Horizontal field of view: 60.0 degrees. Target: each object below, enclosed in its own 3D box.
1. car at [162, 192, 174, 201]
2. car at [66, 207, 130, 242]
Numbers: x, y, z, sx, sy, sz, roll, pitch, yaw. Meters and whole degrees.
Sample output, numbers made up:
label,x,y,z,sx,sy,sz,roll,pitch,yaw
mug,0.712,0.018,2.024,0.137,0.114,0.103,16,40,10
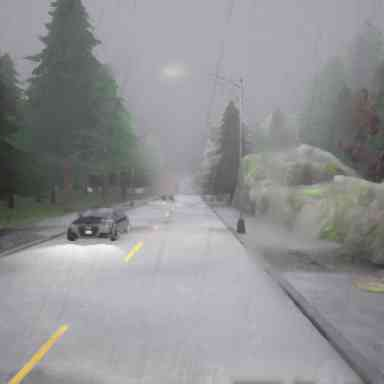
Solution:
label,x,y,z,sx,sy,sz,roll,pitch,yaw
car,-4.021,0.774,56.592,2.128,1.511,4.902,0,1,1
car,-4.094,1.371,15.125,1.994,1.385,4.181,0,1,0
